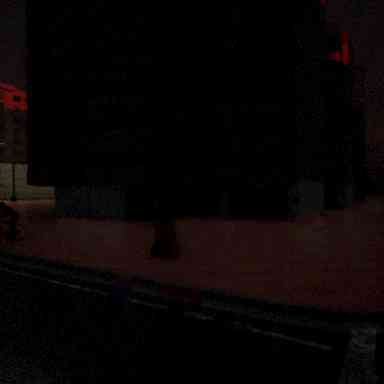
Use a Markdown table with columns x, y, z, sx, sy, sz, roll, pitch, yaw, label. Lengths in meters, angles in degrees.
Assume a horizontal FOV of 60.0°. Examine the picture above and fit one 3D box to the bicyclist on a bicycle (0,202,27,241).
| x | y | z | sx | sy | sz | roll | pitch | yaw | label |
| --- | --- | --- | --- | --- | --- | --- | --- | --- | --- |
| -7.342 | 1.201 | 13.172 | 0.582 | 1.620 | 1.656 | 0 | 1 | 33 | bicyclist on a bicycle |
